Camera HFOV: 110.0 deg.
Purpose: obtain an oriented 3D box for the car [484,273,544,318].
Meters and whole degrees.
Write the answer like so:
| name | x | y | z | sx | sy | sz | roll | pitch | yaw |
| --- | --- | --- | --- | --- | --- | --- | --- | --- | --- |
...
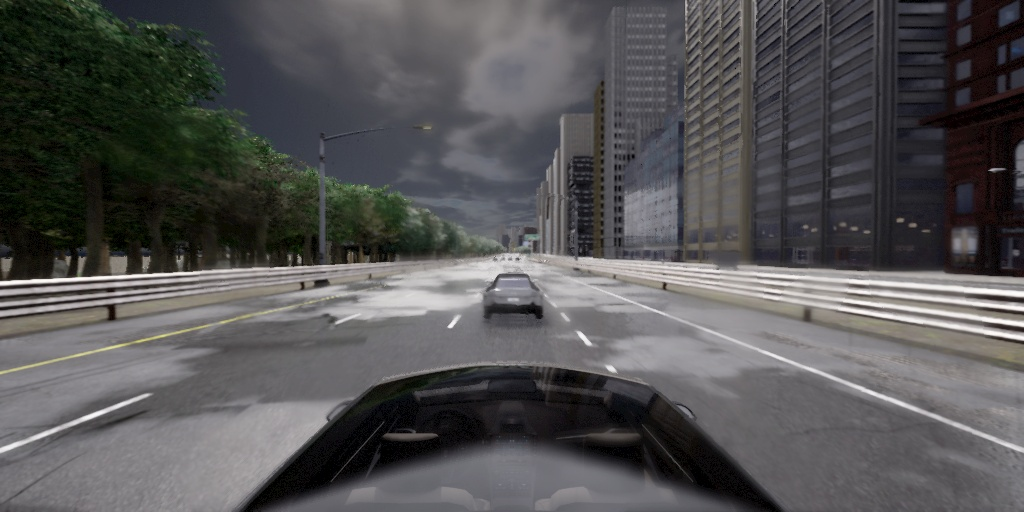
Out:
| name | x | y | z | sx | sy | sz | roll | pitch | yaw |
| --- | --- | --- | --- | --- | --- | --- | --- | --- | --- |
| car | 0.043 | 1.318 | 13.051 | 1.994 | 1.385 | 4.181 | 0 | 0 | 0 |
